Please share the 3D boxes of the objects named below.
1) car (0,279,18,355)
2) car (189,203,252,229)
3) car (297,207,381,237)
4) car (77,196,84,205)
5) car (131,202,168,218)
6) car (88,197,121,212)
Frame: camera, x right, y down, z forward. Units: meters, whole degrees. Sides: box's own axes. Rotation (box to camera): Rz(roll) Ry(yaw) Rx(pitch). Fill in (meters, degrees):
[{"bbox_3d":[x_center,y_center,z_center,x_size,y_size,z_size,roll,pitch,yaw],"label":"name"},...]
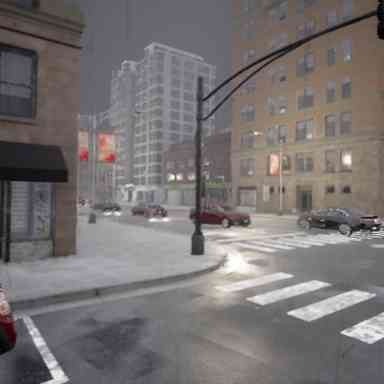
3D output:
[{"bbox_3d":[-4.321,1.426,3.675,4.097,1.590,1.967,1,0,-36],"label":"car"},{"bbox_3d":[1.844,1.533,22.599,1.882,1.535,5.008,1,0,-37],"label":"car"},{"bbox_3d":[8.259,1.632,19.186,2.128,1.511,4.902,2,-1,-27],"label":"car"},{"bbox_3d":[-20.868,1.512,59.920,2.128,1.511,4.902,1,-1,-36],"label":"car"},{"bbox_3d":[-3.948,1.581,30.613,1.994,1.385,4.181,1,-1,-36],"label":"car"},{"bbox_3d":[-10.193,1.536,39.261,2.033,1.411,5.357,1,-1,-36],"label":"car"}]
